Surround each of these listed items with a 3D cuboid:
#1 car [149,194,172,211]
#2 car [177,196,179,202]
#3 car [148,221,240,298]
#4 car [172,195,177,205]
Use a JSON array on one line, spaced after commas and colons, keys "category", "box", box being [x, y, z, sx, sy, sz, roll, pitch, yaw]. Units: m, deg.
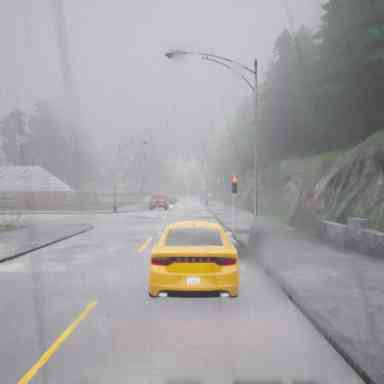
[{"category": "car", "box": [-4.078, 1.221, 41.737, 2.150, 2.045, 5.566, 0, 0, 0]}, {"category": "car", "box": [-3.971, 1.351, 73.204, 2.097, 1.767, 4.553, 0, 0, 0]}, {"category": "car", "box": [0.056, 1.478, 8.569, 1.882, 1.535, 5.008, 0, 0, 1]}, {"category": "car", "box": [-4.060, 1.564, 57.509, 1.994, 1.385, 4.181, 0, 0, 0]}]
